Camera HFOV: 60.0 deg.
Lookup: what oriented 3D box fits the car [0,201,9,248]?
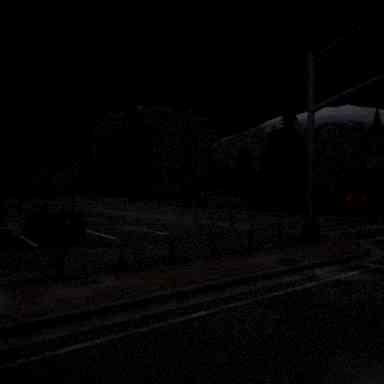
[{"bbox_3d":[-8.867,1.330,13.438,2.152,1.636,5.027,0,0,-36],"label":"car"}]

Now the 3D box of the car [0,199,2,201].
[{"bbox_3d":[-21.601,1.373,36.419,1.845,1.501,3.633,0,0,-36],"label":"car"}]

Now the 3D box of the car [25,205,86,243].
[{"bbox_3d":[-6.354,1.338,15.317,2.007,1.523,4.514,0,0,-36],"label":"car"}]
